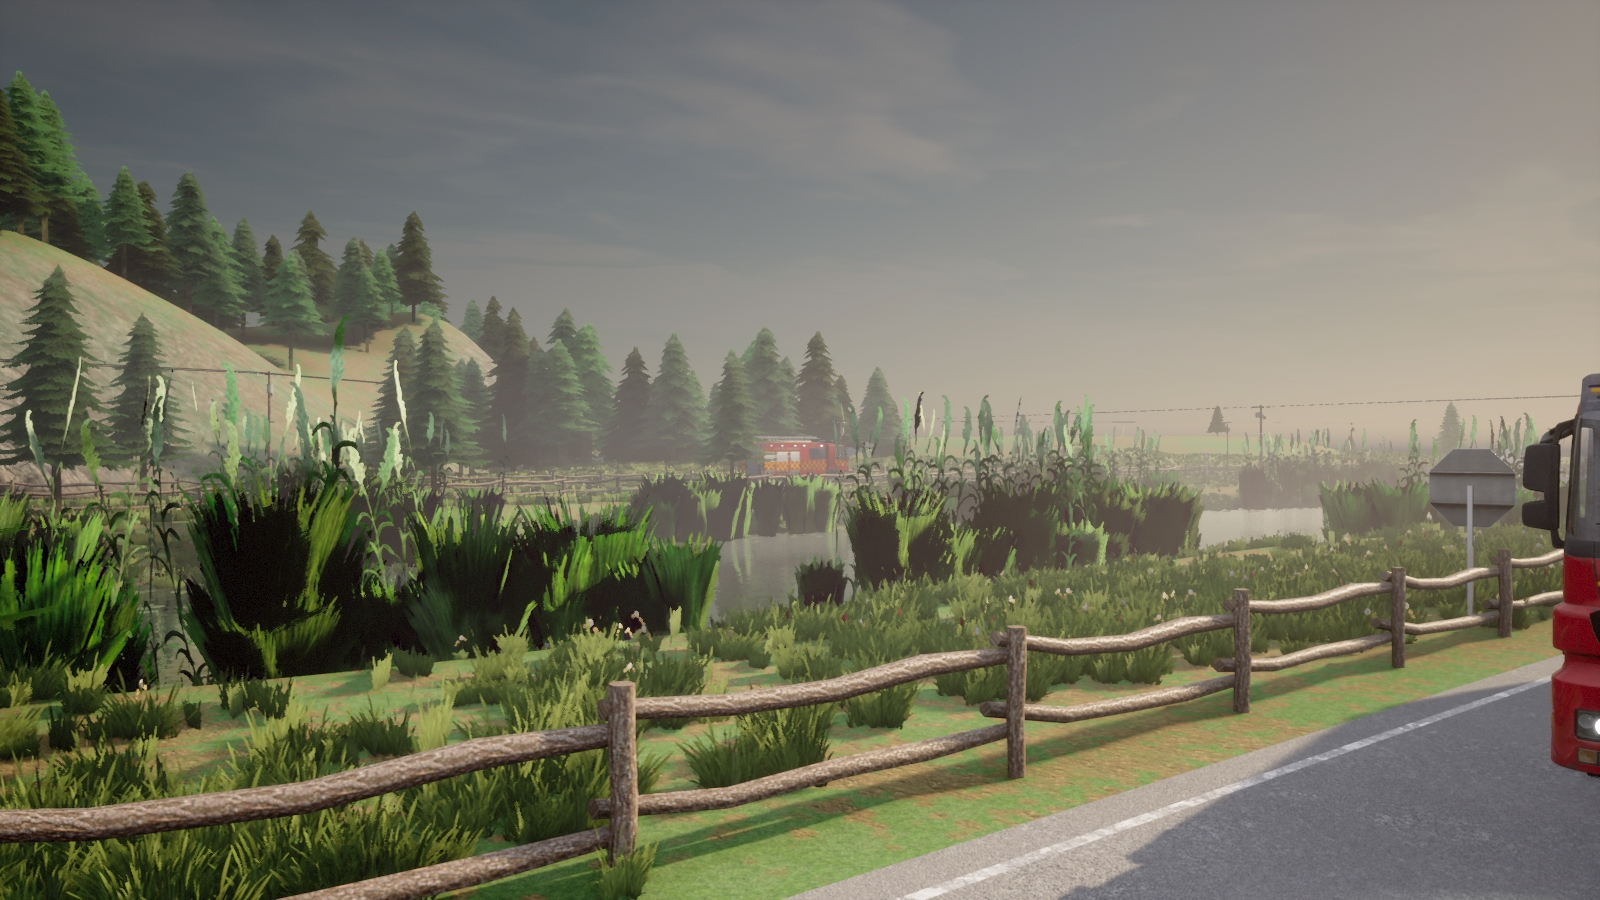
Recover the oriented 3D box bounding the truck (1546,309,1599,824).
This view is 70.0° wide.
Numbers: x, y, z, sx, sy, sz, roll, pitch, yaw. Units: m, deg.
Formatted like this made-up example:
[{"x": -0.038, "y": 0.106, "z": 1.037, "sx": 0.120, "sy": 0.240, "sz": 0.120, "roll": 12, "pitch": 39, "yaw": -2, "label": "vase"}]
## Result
[{"x": 9.558, "y": 0.863, "z": 10.963, "sx": 2.891, "sy": 3.827, "sz": 8.468, "roll": 0, "pitch": 0, "yaw": 41, "label": "truck"}]
